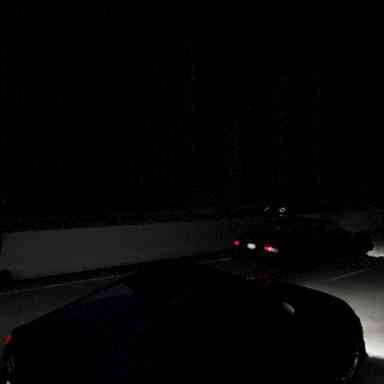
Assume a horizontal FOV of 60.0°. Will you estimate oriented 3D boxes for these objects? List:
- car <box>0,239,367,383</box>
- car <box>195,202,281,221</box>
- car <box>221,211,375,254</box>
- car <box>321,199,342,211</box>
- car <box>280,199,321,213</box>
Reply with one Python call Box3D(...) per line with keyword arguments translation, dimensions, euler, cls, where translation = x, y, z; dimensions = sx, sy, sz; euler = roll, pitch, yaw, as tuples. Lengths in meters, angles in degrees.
Box3D(translation=(0.169, 1.564, 3.860), dimensions=(4.181, 1.385, 1.994), euler=(0, 0, -36), cls="car")
Box3D(translation=(2.371, 1.492, 18.577), dimensions=(4.902, 1.511, 2.128), euler=(0, 0, -35), cls="car")
Box3D(translation=(3.686, 1.548, 10.673), dimensions=(5.357, 1.411, 2.033), euler=(0, 0, -35), cls="car")
Box3D(translation=(13.993, 1.479, 35.451), dimensions=(5.008, 1.535, 1.882), euler=(0, 0, -35), cls="car")
Box3D(translation=(7.874, 1.353, 26.796), dimensions=(4.553, 1.767, 2.097), euler=(0, 0, -35), cls="car")
